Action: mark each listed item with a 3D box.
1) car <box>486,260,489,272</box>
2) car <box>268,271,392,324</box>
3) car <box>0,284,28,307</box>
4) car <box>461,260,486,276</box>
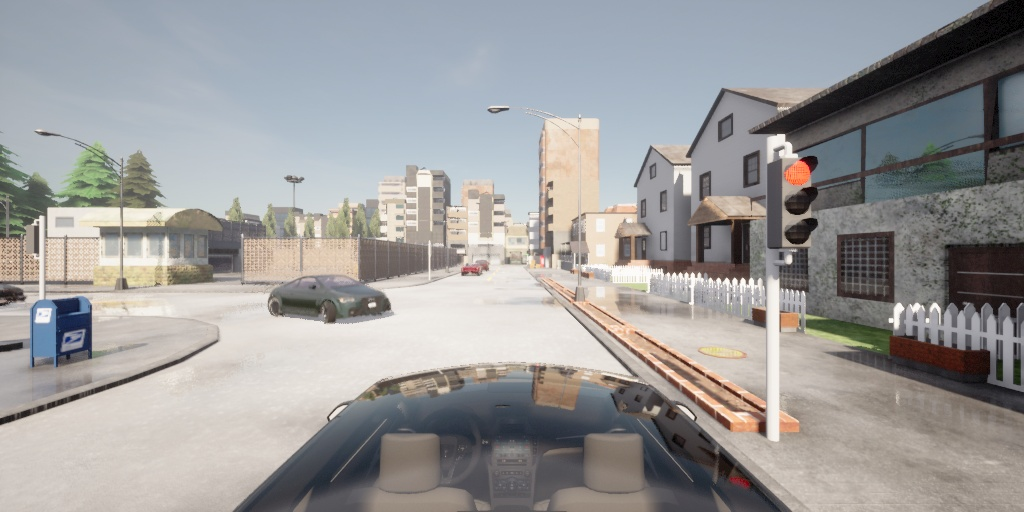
[{"bbox_3d":[-4.093,1.228,47.726,1.882,1.535,5.008,0,0,0],"label":"car"},{"bbox_3d":[-6.028,1.315,11.848,4.181,1.385,1.994,0,0,27],"label":"car"},{"bbox_3d":[-21.640,1.297,13.248,5.357,1.411,2.033,0,0,0],"label":"car"},{"bbox_3d":[-4.106,1.351,37.220,1.895,1.301,4.718,0,0,0],"label":"car"}]
